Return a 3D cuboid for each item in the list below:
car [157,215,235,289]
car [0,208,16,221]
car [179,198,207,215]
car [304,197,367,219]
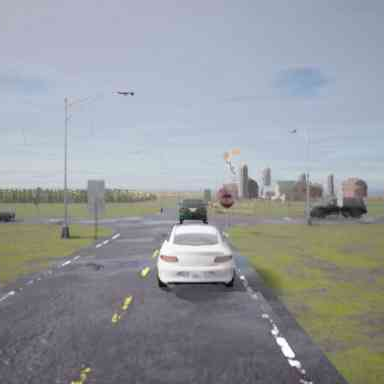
[{"bbox_3d":[0.096,1.611,9.338,1.812,1.442,4.674,0,0,0],"label":"car"},{"bbox_3d":[-17.852,1.804,28.809,4.892,1.490,1.837,0,0,5],"label":"car"},{"bbox_3d":[0.084,1.492,27.441,2.150,2.045,5.566,0,0,0],"label":"car"},{"bbox_3d":[13.639,1.480,31.651,5.566,2.045,2.150,-1,0,-2],"label":"car"}]
